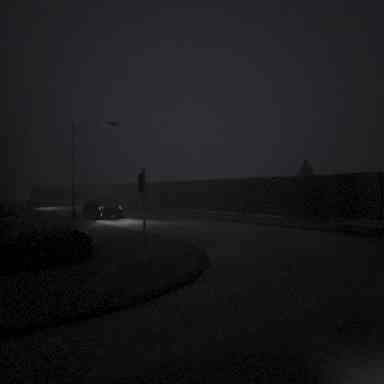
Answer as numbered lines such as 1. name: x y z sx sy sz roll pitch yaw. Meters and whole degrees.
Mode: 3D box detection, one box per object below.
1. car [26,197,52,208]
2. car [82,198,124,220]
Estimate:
1. car: -21.621 1.456 46.890 5.357 1.411 2.033 0 0 45
2. car: -7.275 1.259 26.994 2.097 1.767 4.553 -1 0 -36
